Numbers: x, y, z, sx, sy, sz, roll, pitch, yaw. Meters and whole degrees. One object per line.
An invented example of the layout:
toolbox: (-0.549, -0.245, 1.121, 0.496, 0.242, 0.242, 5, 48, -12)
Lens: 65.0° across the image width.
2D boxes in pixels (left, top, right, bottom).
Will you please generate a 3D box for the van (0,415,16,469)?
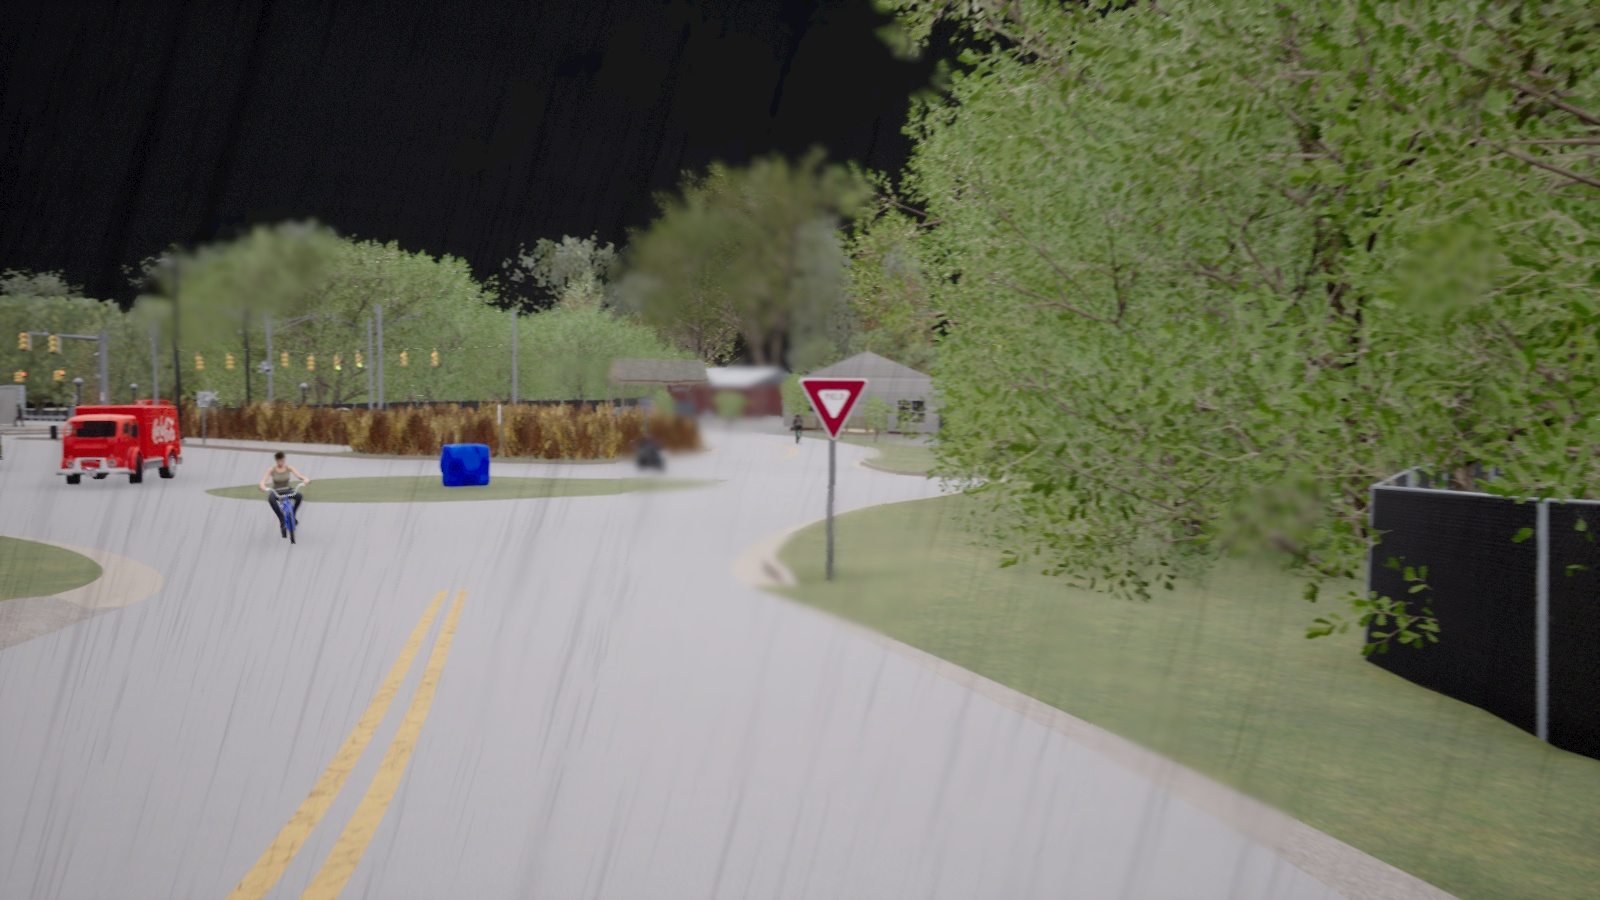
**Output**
van: (-32.334, -0.357, 48.593, 4.442, 1.987, 1.775, 3, 5, 36)

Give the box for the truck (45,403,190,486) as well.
truck: (-21.842, -0.259, 40.510, 2.627, 2.467, 5.204, -1, 2, -11)

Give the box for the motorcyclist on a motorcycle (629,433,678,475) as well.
motorcyclist on a motorcycle: (-5.726, 0.137, 49.010, 0.866, 1.530, 2.191, -2, 3, -38)

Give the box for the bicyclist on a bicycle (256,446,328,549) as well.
bicyclist on a bicycle: (-8.983, 0.804, 22.187, 0.866, 1.612, 1.509, -6, 5, -29)
